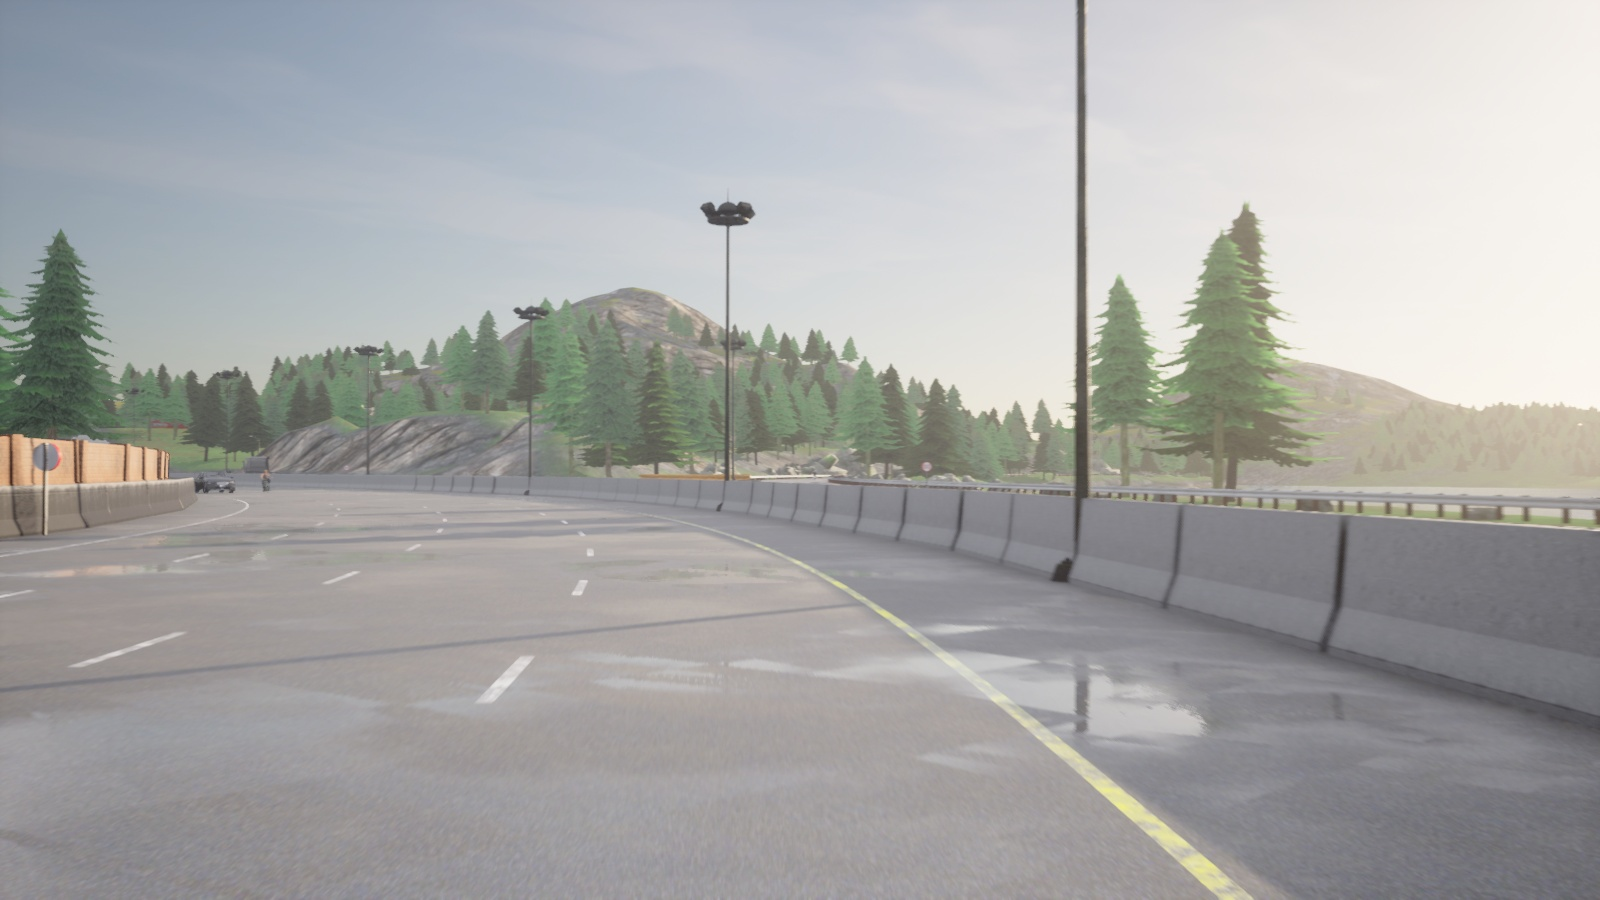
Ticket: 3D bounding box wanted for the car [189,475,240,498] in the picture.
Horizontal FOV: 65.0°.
[{"bbox_3d":[-39.413,2.440,84.525,2.128,1.511,4.902,0,-1,-37],"label":"car"}]
